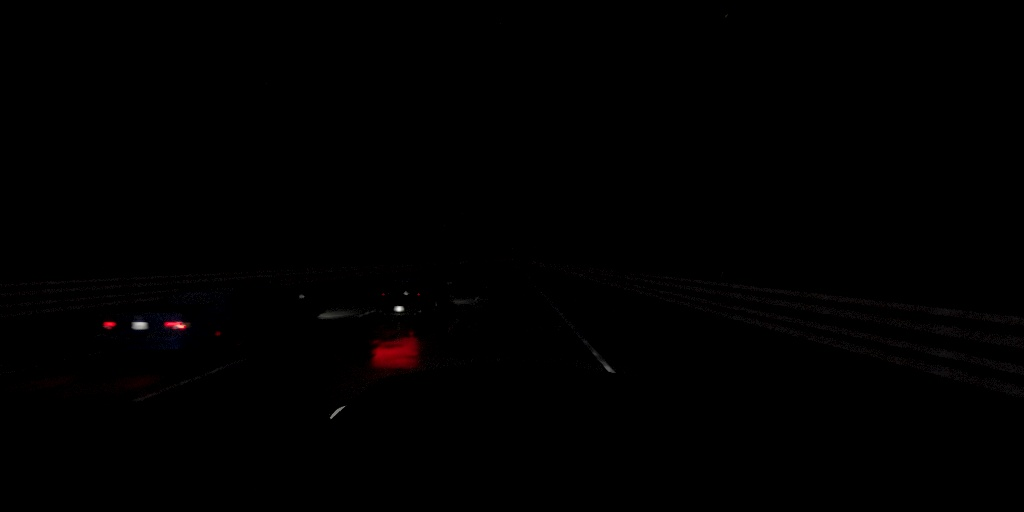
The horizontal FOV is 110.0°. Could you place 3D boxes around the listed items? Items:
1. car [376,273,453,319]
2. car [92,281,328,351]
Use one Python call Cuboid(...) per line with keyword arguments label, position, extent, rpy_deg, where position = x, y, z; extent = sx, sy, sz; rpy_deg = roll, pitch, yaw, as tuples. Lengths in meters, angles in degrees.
Cuboid(label="car", position=(-3.400, 1.343, 13.226), extent=(1.837, 1.490, 4.892), rpy_deg=(0, 0, 0))
Cuboid(label="car", position=(-6.900, 1.353, 9.156), extent=(2.033, 1.411, 5.357), rpy_deg=(0, 0, 0))
